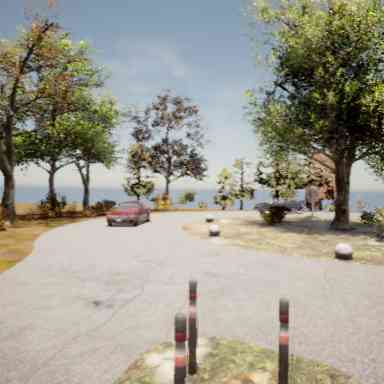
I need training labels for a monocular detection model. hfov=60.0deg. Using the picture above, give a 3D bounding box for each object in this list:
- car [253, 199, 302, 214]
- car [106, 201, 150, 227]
[{"bbox_3d":[8.640,1.411,33.666,4.902,1.511,2.128,1,0,-4],"label":"car"},{"bbox_3d":[-3.974,1.340,21.549,1.812,1.442,4.674,1,1,6],"label":"car"}]
